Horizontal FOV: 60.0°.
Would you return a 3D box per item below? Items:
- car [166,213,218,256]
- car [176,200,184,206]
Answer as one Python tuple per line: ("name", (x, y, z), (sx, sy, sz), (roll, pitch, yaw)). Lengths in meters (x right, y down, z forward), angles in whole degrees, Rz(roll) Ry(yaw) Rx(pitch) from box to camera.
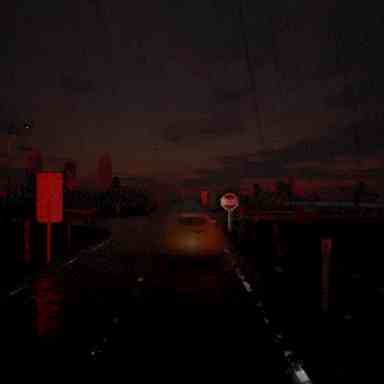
("car", (-0.006, 1.630, 13.899), (1.882, 1.535, 5.008), (0, -1, 0))
("car", (-2.757, 2.483, 77.749), (2.033, 1.411, 5.357), (0, -1, 0))
